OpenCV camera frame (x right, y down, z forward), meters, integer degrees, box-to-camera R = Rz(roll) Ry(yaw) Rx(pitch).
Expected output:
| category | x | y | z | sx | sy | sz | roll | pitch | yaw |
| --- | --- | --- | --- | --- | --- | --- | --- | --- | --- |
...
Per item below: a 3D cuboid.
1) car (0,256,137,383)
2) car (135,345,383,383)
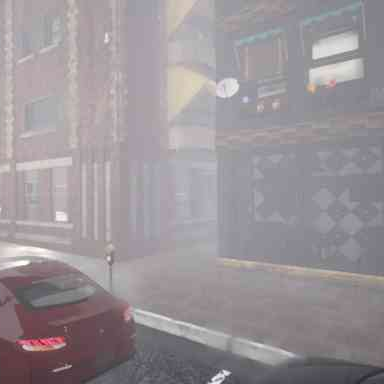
| category | x | y | z | sx | sy | sz | roll | pitch | yaw |
| --- | --- | --- | --- | --- | --- | --- | --- | --- | --- |
| car | -2.603 | 1.582 | 4.698 | 4.206 | 1.307 | 1.802 | 0 | -1 | 35 |
| car | 2.006 | 1.566 | 1.418 | 4.313 | 1.339 | 1.947 | 0 | -1 | 35 |
